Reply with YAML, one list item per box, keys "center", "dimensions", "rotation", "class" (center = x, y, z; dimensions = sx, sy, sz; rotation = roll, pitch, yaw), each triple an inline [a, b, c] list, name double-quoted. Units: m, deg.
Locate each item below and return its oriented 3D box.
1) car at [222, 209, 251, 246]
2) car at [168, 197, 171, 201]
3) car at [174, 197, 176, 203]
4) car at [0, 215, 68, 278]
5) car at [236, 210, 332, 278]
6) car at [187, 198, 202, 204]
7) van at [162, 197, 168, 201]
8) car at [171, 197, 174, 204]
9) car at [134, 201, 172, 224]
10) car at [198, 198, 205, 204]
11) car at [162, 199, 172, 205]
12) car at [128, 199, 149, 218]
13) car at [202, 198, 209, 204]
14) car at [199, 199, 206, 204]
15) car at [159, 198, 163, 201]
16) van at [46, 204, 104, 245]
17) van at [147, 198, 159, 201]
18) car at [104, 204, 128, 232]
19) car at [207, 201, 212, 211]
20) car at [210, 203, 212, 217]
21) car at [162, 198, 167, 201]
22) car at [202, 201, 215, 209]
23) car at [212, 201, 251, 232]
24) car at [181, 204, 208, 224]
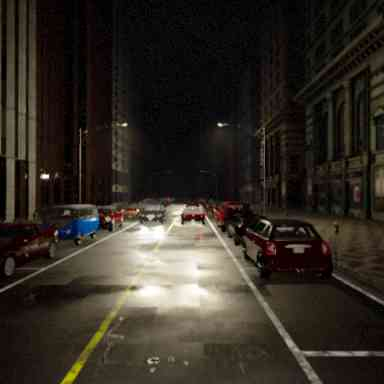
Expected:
- center: [2.749, 1.735, 16.141]
  dimensions: [1.947, 1.339, 4.313]
  rotation: [0, -1, 0]
  class: "car"
- center: [-5.813, 2.146, 66.854]
  dimensions: [1.967, 1.590, 4.097]
  rotation: [0, -1, 0]
  class: "car"
- center: [-5.824, 2.456, 83.762]
  dimensions: [1.947, 1.339, 4.313]
  rotation: [0, -1, 0]
  class: "car"
- center: [-5.772, 1.656, 10.490]
  dimensions: [1.887, 1.381, 4.507]
  rotation: [0, -1, 0]
  class: "car"
- center: [2.752, 1.550, 10.506]
  dimensions: [1.967, 1.590, 4.097]
  rotation: [0, -1, 0]
  class: "car"
- center: [0.068, 1.963, 45.035]
  dimensions: [2.128, 1.511, 4.902]
  rotation: [0, -1, 0]
  class: "car"
- center: [-5.809, 1.986, 61.219]
  dimensions: [1.690, 1.788, 3.998]
  rotation: [0, -1, 0]
  class: "van"
- center: [-5.817, 2.082, 72.492]
  dimensions: [2.192, 1.841, 5.009]
  rotation: [0, -1, 0]
  class: "car"
- center: [-3.080, 1.778, 27.247]
  dimensions: [2.128, 1.511, 4.902]
  rotation: [0, -1, 0]
  class: "car"
- center: [2.692, 2.455, 95.047]
  dimensions: [1.967, 1.590, 4.097]
  rotation: [0, -1, 0]
  class: "car"
- center: [-5.820, 2.394, 78.126]
  dimensions: [1.947, 1.339, 4.313]
  rotation: [0, -1, 0]
  class: "car"
- center: [-5.789, 1.786, 33.036]
  dimensions: [1.967, 1.590, 4.097]
  rotation: [0, -1, 0]
  class: "car"
- center: [2.728, 1.903, 44.322]
  dimensions: [1.967, 1.590, 4.097]
  rotation: [0, -1, 0]
  class: "car"
- center: [2.696, 2.533, 89.409]
  dimensions: [1.802, 1.307, 4.206]
  rotation: [0, -1, 0]
  class: "car"
- center: [-5.800, 2.047, 49.775]
  dimensions: [1.752, 1.417, 4.829]
  rotation: [0, -1, 0]
  class: "car"
- center: [-5.777, 1.511, 16.128]
  dimensions: [1.690, 1.788, 3.998]
  rotation: [0, -1, 0]
  class: "van"
- center: [-5.797, 1.805, 44.310]
  dimensions: [1.690, 1.788, 3.998]
  rotation: [0, -1, 0]
  class: "van"
- center: [-5.781, 1.669, 21.764]
  dimensions: [1.967, 1.590, 4.097]
  rotation: [0, -1, 0]
  class: "car"
- center: [2.737, 1.911, 33.050]
  dimensions: [1.947, 1.339, 4.313]
  rotation: [0, -1, 0]
  class: "car"
- center: [2.741, 1.831, 27.414]
  dimensions: [1.887, 1.381, 4.507]
  rotation: [0, -1, 0]
  class: "car"
- center: [-5.804, 2.134, 55.580]
  dimensions: [2.008, 1.369, 4.403]
  rotation: [0, -1, 0]
  class: "car"
- center: [2.721, 2.149, 55.593]
  dimensions: [1.947, 1.339, 4.313]
  rotation: [0, -1, 0]
  class: "car"
- center: [2.744, 1.543, 21.780]
  dimensions: [2.192, 1.841, 5.009]
  rotation: [0, -1, 0]
  class: "car"
- center: [0.081, 1.886, 27.290]
  dimensions: [1.895, 1.301, 4.718]
  rotation: [0, -1, 0]
  class: "car"
